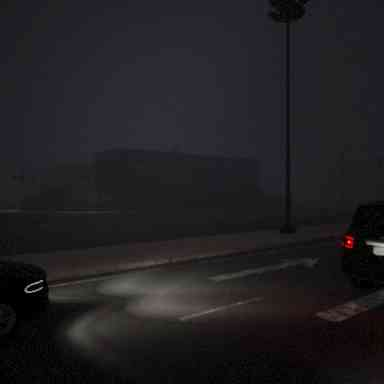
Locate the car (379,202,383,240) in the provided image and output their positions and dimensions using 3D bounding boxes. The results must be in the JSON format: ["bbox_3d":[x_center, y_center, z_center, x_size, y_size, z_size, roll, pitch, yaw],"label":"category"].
[{"bbox_3d":[11.196,1.344,16.032,4.553,1.767,2.097,0,0,-35],"label":"car"}]

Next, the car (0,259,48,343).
[{"bbox_3d":[-4.726,1.478,4.675,5.008,1.535,1.882,0,0,-36],"label":"car"}]

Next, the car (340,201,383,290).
[{"bbox_3d":[5.791,1.218,7.878,5.566,2.045,2.150,0,0,-36],"label":"car"}]
